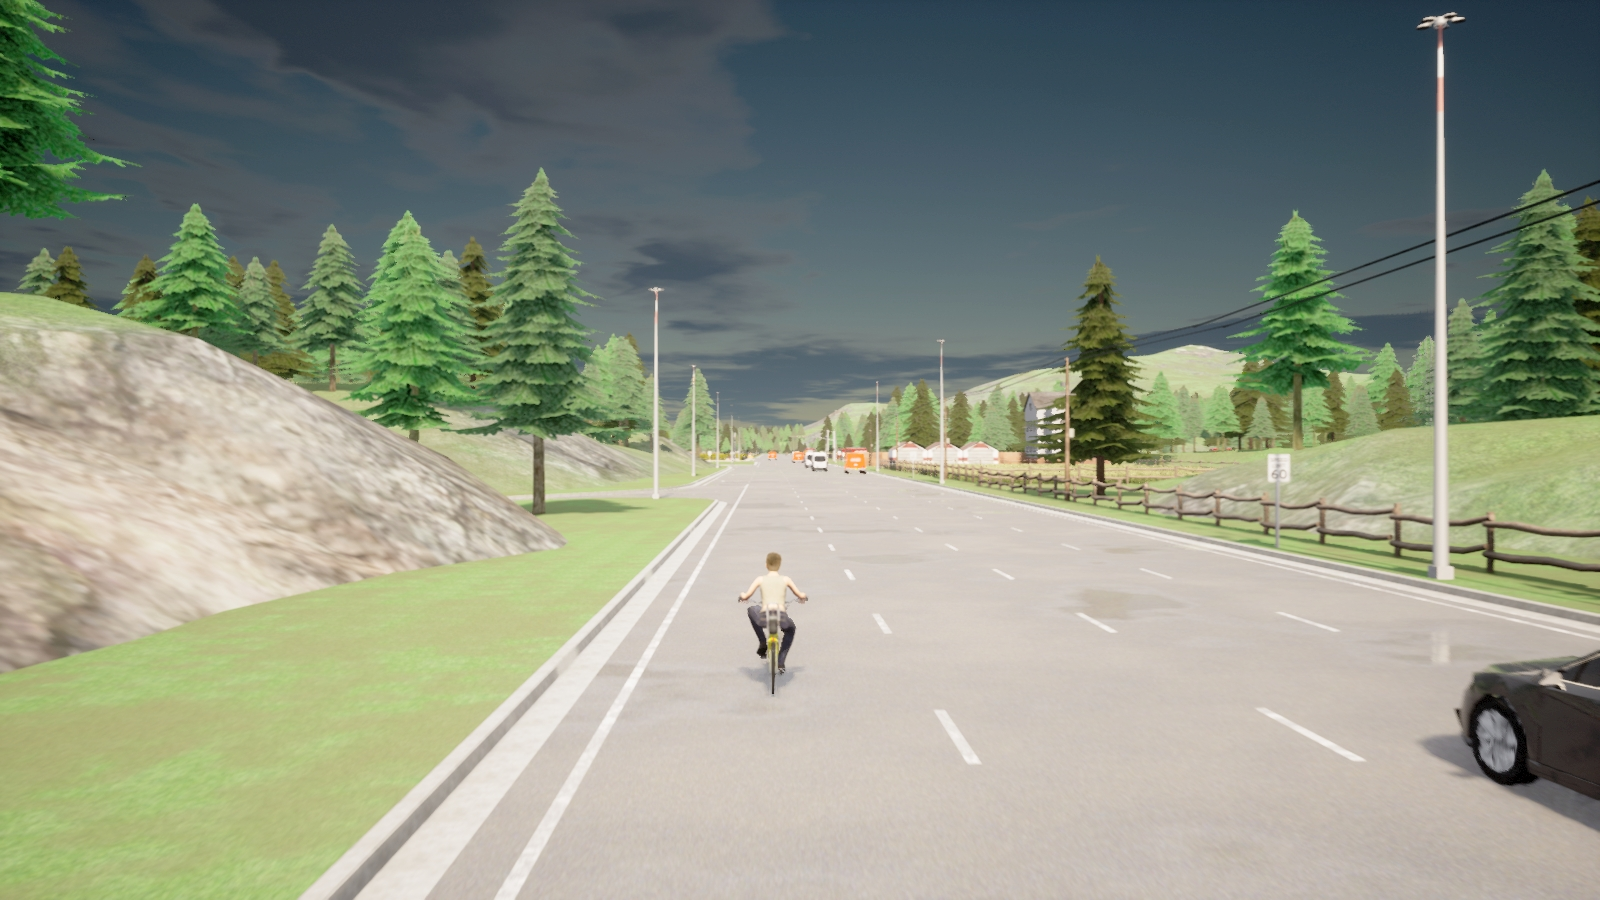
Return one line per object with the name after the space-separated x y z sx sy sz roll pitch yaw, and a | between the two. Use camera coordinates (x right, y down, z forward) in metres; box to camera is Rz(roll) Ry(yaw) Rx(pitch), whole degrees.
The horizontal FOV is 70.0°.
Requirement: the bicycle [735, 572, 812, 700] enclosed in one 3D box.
-0.316 2.168 13.583 0.859 1.276 1.487 0 0 -1 | bicycle

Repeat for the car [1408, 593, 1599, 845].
6.800 2.067 8.169 2.231 1.480 4.892 0 0 -1 | car
